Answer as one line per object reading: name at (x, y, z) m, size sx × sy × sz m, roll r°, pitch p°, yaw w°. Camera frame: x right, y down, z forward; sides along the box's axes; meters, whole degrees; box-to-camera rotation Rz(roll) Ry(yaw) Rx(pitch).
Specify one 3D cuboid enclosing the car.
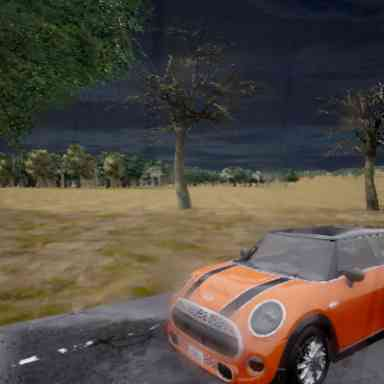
car at (1.874, 1.373, 5.339) m, size 4.553 × 1.767 × 2.097 m, roll 0°, pitch 0°, yaw -36°
